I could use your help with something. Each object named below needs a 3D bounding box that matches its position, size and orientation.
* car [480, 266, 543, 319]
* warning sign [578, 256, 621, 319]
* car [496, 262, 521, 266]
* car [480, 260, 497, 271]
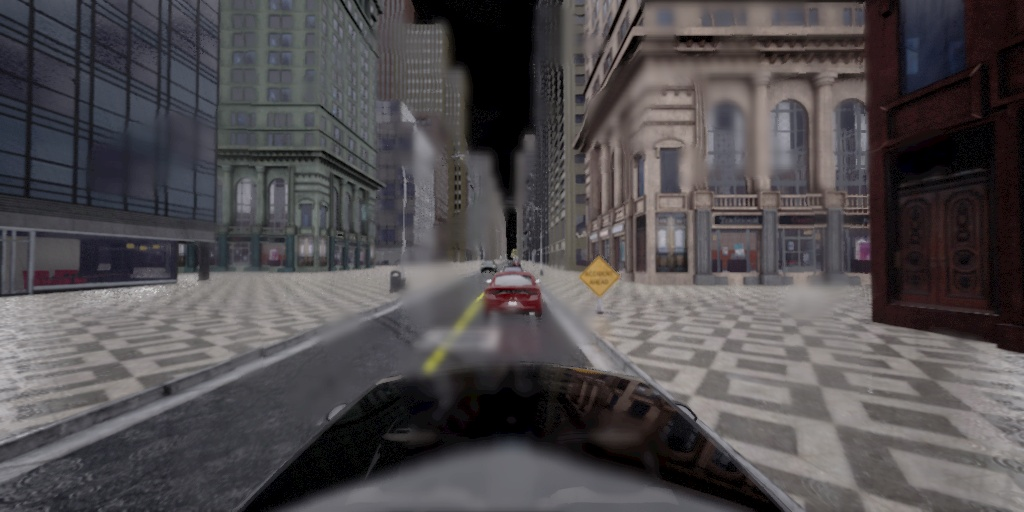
[{"bbox_3d":[0.067,1.295,13.169,1.882,1.535,5.008,0,0,0],"label":"car"},{"bbox_3d":[2.718,0.921,11.097,1.300,1.860,1.060,0,0,0],"label":"warning sign"},{"bbox_3d":[0.063,1.442,27.439,2.033,1.411,5.357,0,0,0],"label":"car"},{"bbox_3d":[-3.089,1.363,48.016,2.097,1.767,4.553,0,0,0],"label":"car"}]
